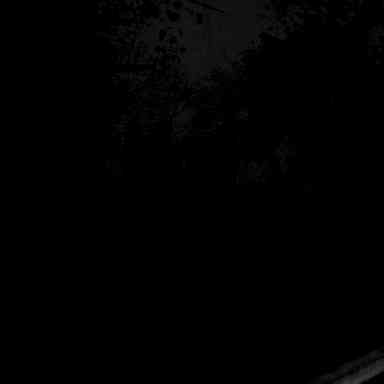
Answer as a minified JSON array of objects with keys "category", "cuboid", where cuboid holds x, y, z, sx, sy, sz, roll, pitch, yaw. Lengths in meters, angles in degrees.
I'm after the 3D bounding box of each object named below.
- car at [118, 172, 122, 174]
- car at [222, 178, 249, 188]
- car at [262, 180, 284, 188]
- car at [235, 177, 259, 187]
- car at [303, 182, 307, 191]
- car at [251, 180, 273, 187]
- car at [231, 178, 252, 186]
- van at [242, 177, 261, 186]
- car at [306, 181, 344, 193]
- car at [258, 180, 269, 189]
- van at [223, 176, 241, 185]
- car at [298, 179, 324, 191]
[{"category":"car","cuboid":[-17.710,-4.239,86.010,2.185,1.767,4.553,5,4,45]},{"category":"car","cuboid":[7.994,-1.694,60.814,1.946,1.575,5.366,6,4,45]},{"category":"car","cuboid":[17.039,-1.661,70.044,2.163,1.488,4.792,6,4,45]},{"category":"car","cuboid":[9.611,-1.501,58.687,1.946,1.575,5.366,6,4,45]},{"category":"car","cuboid":[17.818,-0.658,51.066,1.946,1.575,5.366,6,4,45]},{"category":"car","cuboid":[15.170,-1.848,71.898,2.163,1.488,4.792,6,4,45]},{"category":"car","cuboid":[11.233,-2.255,75.771,2.097,1.535,5.008,5,4,45]},{"category":"van","cuboid":[13.137,-2.292,73.722,1.878,1.987,4.442,6,4,44]},{"category":"car","cuboid":[19.686,-0.697,48.992,2.435,2.045,5.566,6,4,45]},{"category":"car","cuboid":[13.627,-1.076,54.702,1.946,1.575,5.366,6,4,45]},{"category":"van","cuboid":[9.360,-2.664,77.786,1.878,1.987,4.442,5,4,45]},{"category":"car","cuboid":[23.025,-1.315,64.105,2.435,2.045,5.566,6,4,45]}]
